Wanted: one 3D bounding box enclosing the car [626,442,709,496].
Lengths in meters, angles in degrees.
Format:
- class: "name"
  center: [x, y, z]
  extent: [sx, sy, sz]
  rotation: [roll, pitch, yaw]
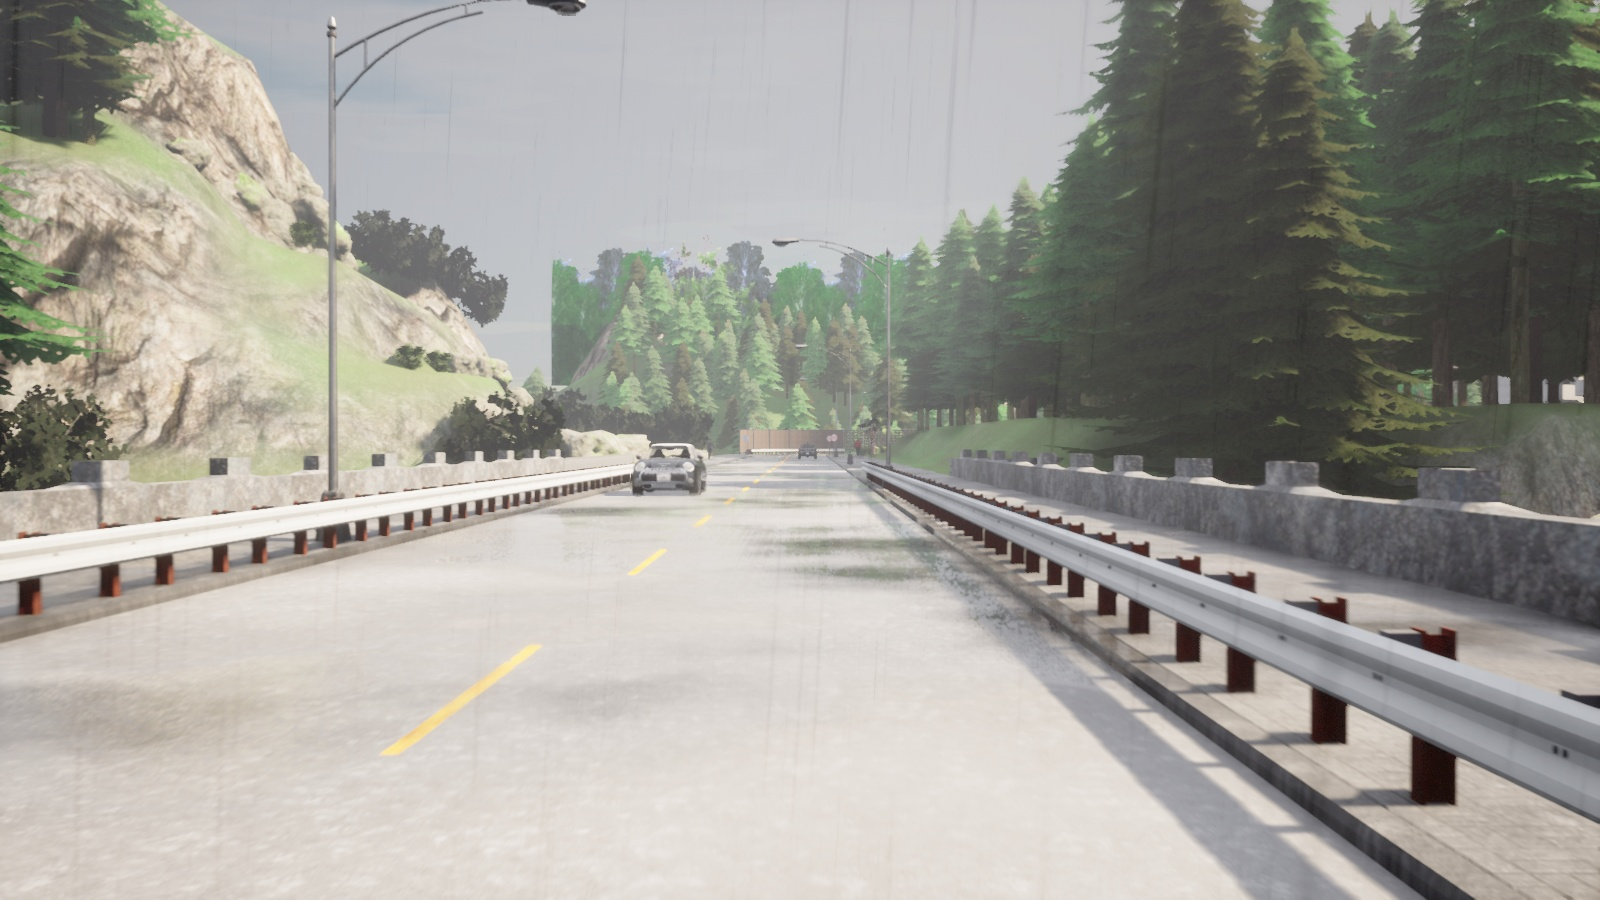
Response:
- class: "car"
  center: [-3.769, 0.504, 36.284]
  extent: [1.970, 1.475, 3.806]
  rotation: [0, 0, 0]
